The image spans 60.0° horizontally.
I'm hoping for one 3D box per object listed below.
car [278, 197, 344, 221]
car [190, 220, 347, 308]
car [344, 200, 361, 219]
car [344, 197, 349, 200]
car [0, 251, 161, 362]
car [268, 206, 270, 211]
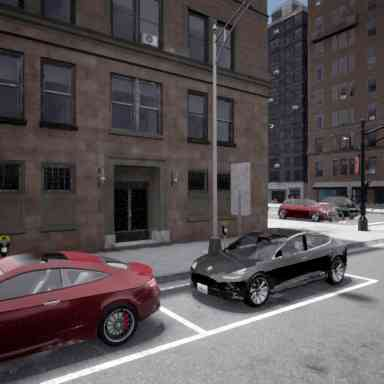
[{"bbox_3d":[9.046,1.341,26.170,2.097,1.767,4.553,0,0,-36],"label":"car"},{"bbox_3d":[1.981,1.566,7.947,4.313,1.339,1.947,0,0,-35],"label":"car"},{"bbox_3d":[11.593,1.580,28.192,1.895,1.301,4.718,0,0,-36],"label":"car"},{"bbox_3d":[14.713,1.301,35.262,2.097,1.767,4.553,0,0,-36],"label":"car"},{"bbox_3d":[-2.457,1.582,4.782,4.206,1.307,1.802,0,0,-35],"label":"car"},{"bbox_3d":[6.099,1.457,35.712,1.837,1.490,4.892,0,0,-36],"label":"car"}]
